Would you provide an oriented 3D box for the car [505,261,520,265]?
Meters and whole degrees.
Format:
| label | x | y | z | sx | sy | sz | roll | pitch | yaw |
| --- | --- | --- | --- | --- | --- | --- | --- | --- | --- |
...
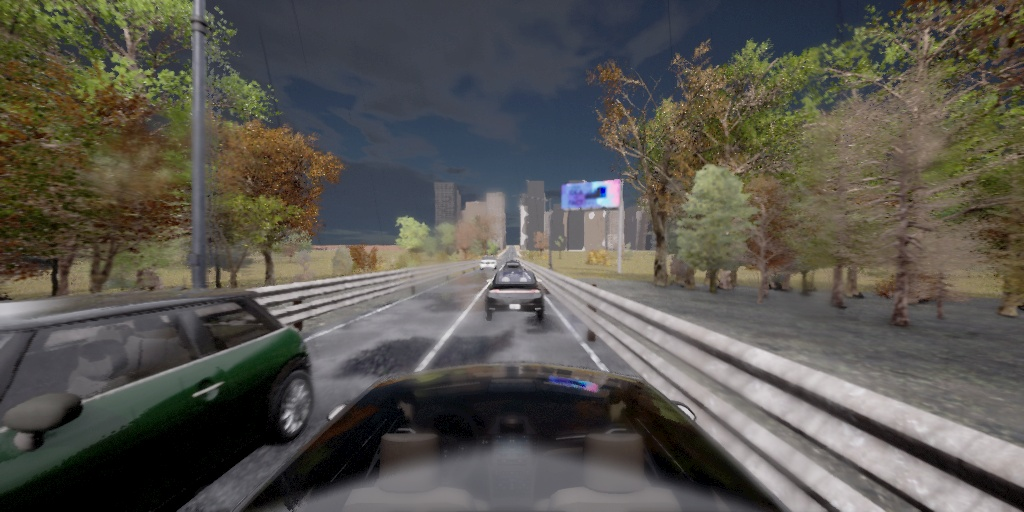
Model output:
| label | x | y | z | sx | sy | sz | roll | pitch | yaw |
| --- | --- | --- | --- | --- | --- | --- | --- | --- | --- |
| car | 0.060 | 1.240 | 34.552 | 1.837 | 1.490 | 4.892 | 0 | 0 | 0 |

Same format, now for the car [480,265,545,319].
| label | x | y | z | sx | sy | sz | roll | pitch | yaw |
| --- | --- | --- | --- | --- | --- | --- | --- | --- | --- |
| car | 0.090 | 1.237 | 12.689 | 2.128 | 1.511 | 4.902 | 0 | 0 | 0 |

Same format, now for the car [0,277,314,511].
| label | x | y | z | sx | sy | sz | roll | pitch | yaw |
| --- | --- | --- | --- | --- | --- | --- | --- | --- | --- |
| car | -3.351 | 1.102 | 2.254 | 2.097 | 1.767 | 4.553 | 0 | 0 | 0 |

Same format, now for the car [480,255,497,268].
| label | x | y | z | sx | sy | sz | roll | pitch | yaw |
| --- | --- | --- | --- | --- | --- | --- | --- | --- | --- |
| car | -3.318 | 0.940 | 51.447 | 2.150 | 2.045 | 5.566 | 0 | 0 | 0 |
